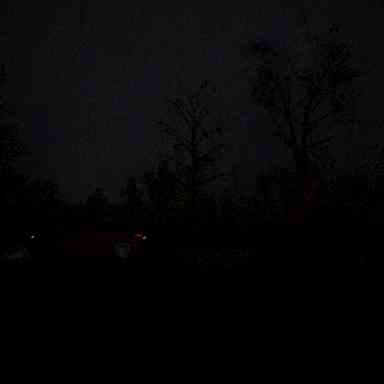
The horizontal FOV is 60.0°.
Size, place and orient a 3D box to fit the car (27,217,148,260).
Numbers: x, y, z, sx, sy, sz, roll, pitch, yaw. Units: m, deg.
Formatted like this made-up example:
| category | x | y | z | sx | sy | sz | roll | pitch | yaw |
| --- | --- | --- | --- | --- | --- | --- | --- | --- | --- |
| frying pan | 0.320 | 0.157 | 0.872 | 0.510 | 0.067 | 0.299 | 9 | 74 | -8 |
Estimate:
| category | x | y | z | sx | sy | sz | roll | pitch | yaw |
| --- | --- | --- | --- | --- | --- | --- | --- | --- | --- |
| car | -3.751 | 1.625 | 12.309 | 4.181 | 1.385 | 1.994 | 1 | 0 | 0 |
